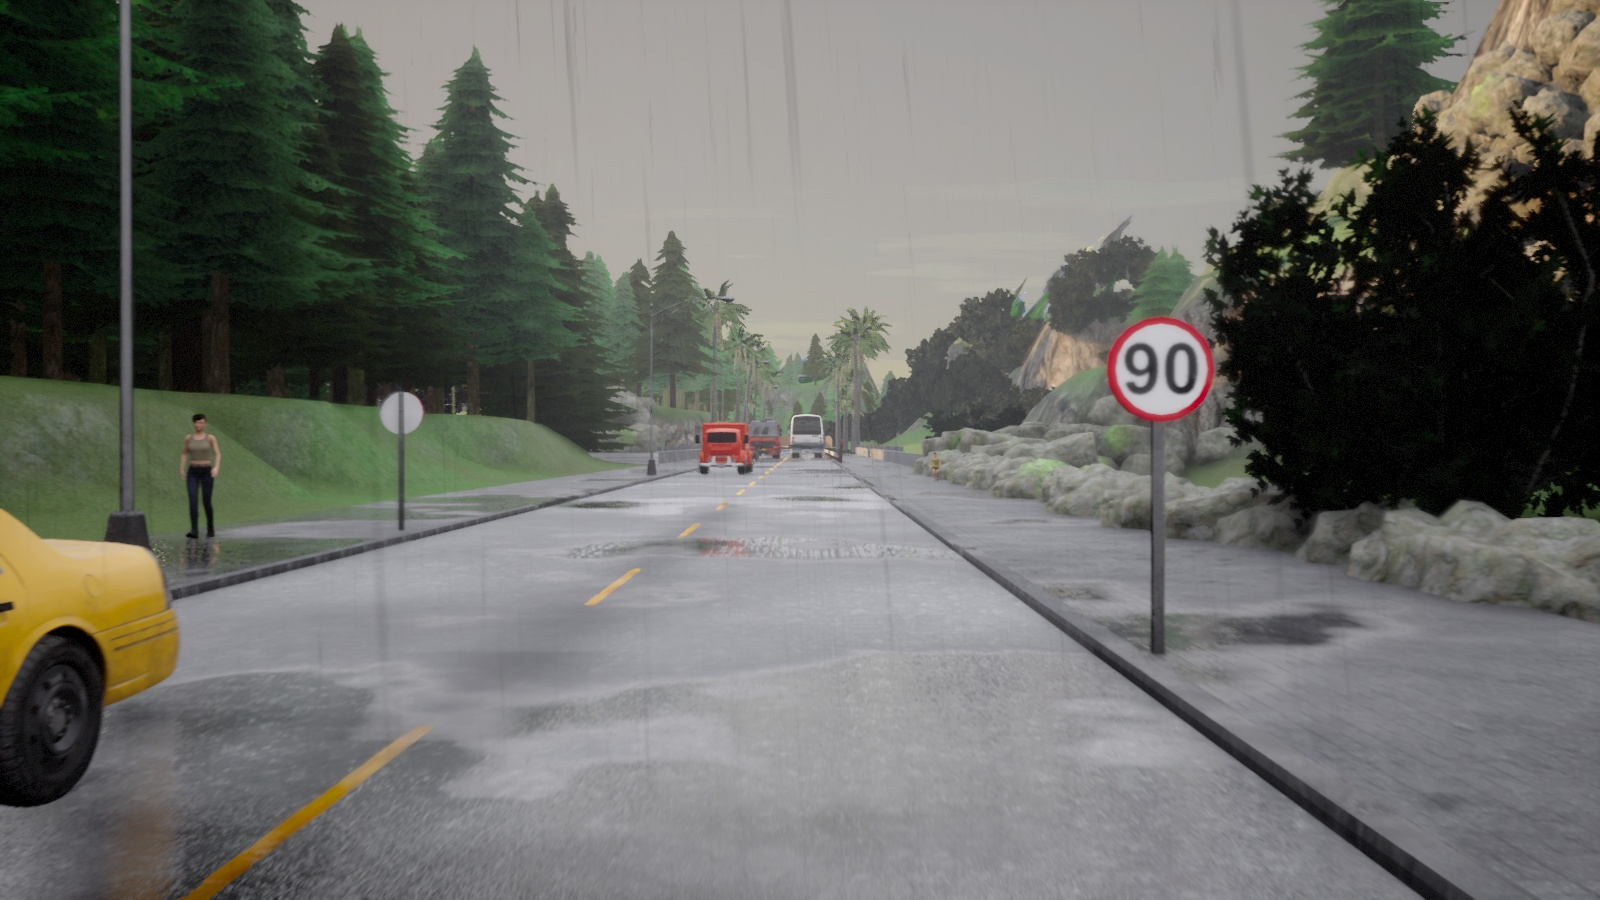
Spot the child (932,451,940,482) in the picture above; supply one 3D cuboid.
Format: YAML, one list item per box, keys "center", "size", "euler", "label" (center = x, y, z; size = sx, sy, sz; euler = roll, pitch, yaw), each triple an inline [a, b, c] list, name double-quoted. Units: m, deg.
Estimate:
- center: [4.898, 0.586, 45.194]
  size: [0.255, 1.110, 0.394]
  euler: [0, 0, 6]
  label: "child"

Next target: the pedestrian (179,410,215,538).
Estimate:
- center: [-8.776, 0.346, 18.285]
  size: [0.345, 1.836, 0.594]
  euler: [0, 0, -11]
  label: "pedestrian"

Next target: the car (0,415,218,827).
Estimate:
- center: [-3.964, 0.659, 3.894]
  size: [1.801, 1.575, 5.366]
  euler: [0, 0, 0]
  label: "car"

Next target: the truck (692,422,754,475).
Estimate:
- center: [-3.653, -0.085, 60.650]
  size: [2.627, 2.467, 5.204]
  euler: [0, 0, 0]
  label: "truck"
